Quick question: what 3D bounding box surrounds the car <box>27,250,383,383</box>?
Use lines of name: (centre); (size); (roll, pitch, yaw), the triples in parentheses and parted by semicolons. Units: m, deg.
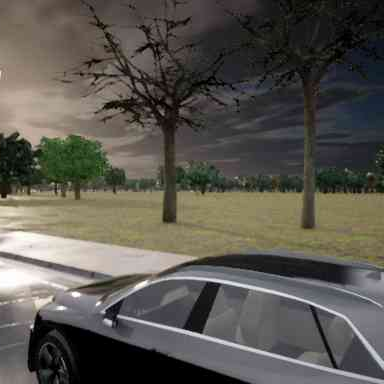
car: (0.321, 1.428, 3.346); (4.856, 1.649, 2.033); (0, 0, 36)
